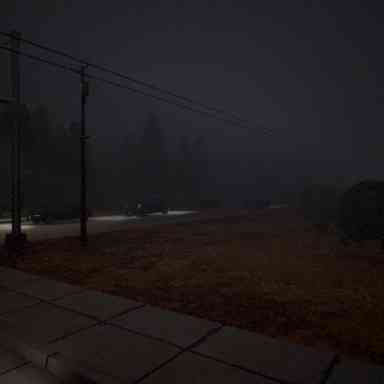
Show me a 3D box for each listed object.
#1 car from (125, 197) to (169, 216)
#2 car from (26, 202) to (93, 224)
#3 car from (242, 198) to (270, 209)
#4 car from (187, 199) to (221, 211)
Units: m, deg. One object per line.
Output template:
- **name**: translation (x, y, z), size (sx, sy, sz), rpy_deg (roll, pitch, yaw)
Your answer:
- **car**: translation (-4.327, 1.311, 32.097), size (2.097, 1.767, 4.553), rpy_deg (0, 0, 37)
- **car**: translation (-9.732, 1.511, 24.808), size (1.837, 1.490, 4.892), rpy_deg (0, 0, 37)
- **car**: translation (8.395, 1.465, 43.049), size (1.895, 1.301, 4.718), rpy_deg (0, 0, 37)
- **car**: translation (1.523, 1.508, 39.971), size (1.895, 1.301, 4.718), rpy_deg (0, 0, 37)
